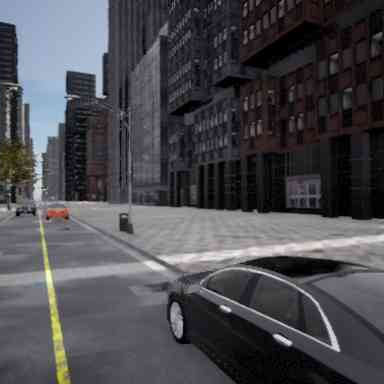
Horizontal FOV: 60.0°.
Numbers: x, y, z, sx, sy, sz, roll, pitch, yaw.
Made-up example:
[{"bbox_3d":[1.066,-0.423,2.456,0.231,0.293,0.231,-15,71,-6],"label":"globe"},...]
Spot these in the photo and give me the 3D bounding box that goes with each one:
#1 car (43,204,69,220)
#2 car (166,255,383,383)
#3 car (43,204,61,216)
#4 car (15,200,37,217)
[{"bbox_3d":[-14.321,1.995,35.144,2.097,1.767,4.553,0,-1,-26],"label":"car"},{"bbox_3d":[1.191,1.572,4.197,1.837,1.490,4.892,0,-1,-25],"label":"car"},{"bbox_3d":[-18.634,2.384,44.168,1.994,1.385,4.181,0,-1,-25],"label":"car"},{"bbox_3d":[-20.700,2.003,41.511,2.150,2.045,5.566,0,-1,-25],"label":"car"}]
